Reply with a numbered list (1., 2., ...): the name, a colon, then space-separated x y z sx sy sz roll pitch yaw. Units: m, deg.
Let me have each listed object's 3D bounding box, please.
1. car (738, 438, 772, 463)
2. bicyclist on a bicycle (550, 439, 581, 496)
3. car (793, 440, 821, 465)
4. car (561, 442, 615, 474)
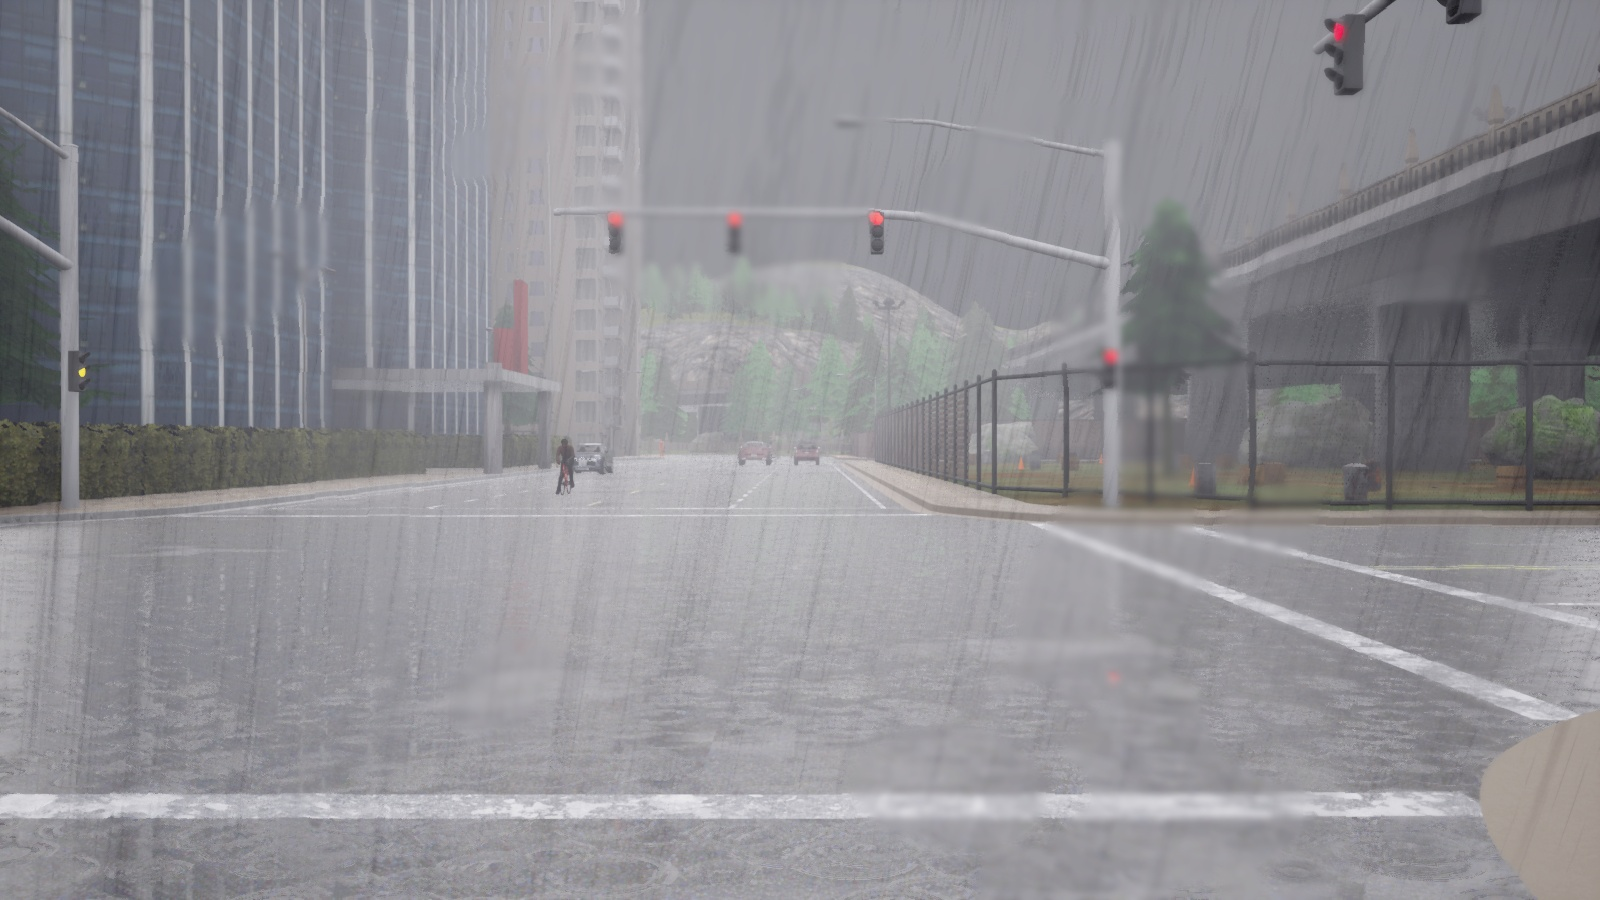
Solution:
1. car: -3.036 0.039 85.718 2.152 1.651 5.027 0 0 0
2. bicyclist on a bicycle: -6.795 0.488 36.405 0.582 1.620 1.656 0 1 0
3. car: 0.474 0.158 86.290 1.851 1.617 3.988 0 0 0
4. car: -10.169 0.362 60.442 1.970 1.475 3.806 0 0 0
